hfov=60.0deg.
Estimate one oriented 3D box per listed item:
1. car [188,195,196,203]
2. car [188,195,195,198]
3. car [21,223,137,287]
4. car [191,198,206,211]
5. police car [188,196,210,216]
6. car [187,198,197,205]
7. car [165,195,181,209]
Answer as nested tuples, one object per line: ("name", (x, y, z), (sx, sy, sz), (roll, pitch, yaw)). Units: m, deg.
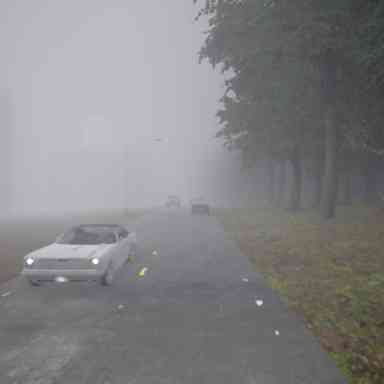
("car", (0.020, 1.861, 88.443), (2.150, 2.045, 5.566), (0, -1, 0))
("car", (0.835, 1.590, 50.387), (2.097, 1.767, 4.553), (0, -1, 0))
("car", (-2.849, 1.613, 9.469), (1.895, 1.301, 4.718), (0, 0, 0))
("car", (0.835, 1.654, 44.414), (1.882, 1.535, 5.008), (0, -1, 0))
("police car", (0.833, 1.524, 34.521), (1.930, 1.638, 5.238), (0, 0, 0))
("car", (0.015, 1.923, 68.905), (2.033, 1.411, 5.357), (0, -1, 0))
("car", (-2.819, 1.463, 50.674), (2.150, 2.045, 5.566), (0, -1, 0))
